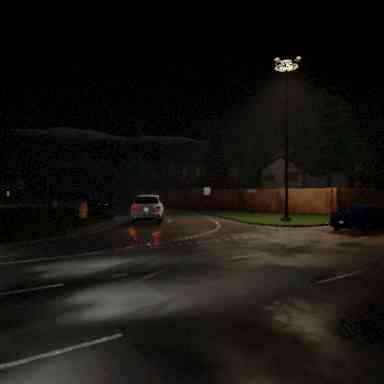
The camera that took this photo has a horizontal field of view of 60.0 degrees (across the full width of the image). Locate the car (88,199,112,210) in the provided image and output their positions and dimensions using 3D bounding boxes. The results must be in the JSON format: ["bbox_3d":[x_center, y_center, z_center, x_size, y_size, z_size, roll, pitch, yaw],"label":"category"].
[{"bbox_3d":[-12.229,1.575,44.020,1.994,1.385,4.181,0,0,-40],"label":"car"}]

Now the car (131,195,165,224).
[{"bbox_3d":[-3.269,1.228,24.848,2.150,2.045,5.566,0,0,-4],"label":"car"}]

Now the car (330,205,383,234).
[{"bbox_3d":[10.162,1.486,19.591,5.008,1.535,1.882,0,0,-35],"label":"car"}]
